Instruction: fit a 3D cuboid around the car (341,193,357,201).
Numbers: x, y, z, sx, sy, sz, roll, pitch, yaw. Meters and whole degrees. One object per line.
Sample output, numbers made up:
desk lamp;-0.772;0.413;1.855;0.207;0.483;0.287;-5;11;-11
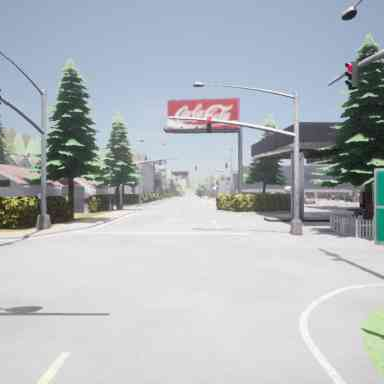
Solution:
car;34.737;1.489;71.931;2.007;1.523;4.514;0;0;0

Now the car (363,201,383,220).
car;18.623;1.672;30.704;4.611;1.667;2.242;0;0;0

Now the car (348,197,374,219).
car;14.310;1.504;25.024;3.866;1.878;1.905;0;0;0

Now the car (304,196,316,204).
car;22.351;1.552;64.110;1.970;1.475;3.806;0;0;0
